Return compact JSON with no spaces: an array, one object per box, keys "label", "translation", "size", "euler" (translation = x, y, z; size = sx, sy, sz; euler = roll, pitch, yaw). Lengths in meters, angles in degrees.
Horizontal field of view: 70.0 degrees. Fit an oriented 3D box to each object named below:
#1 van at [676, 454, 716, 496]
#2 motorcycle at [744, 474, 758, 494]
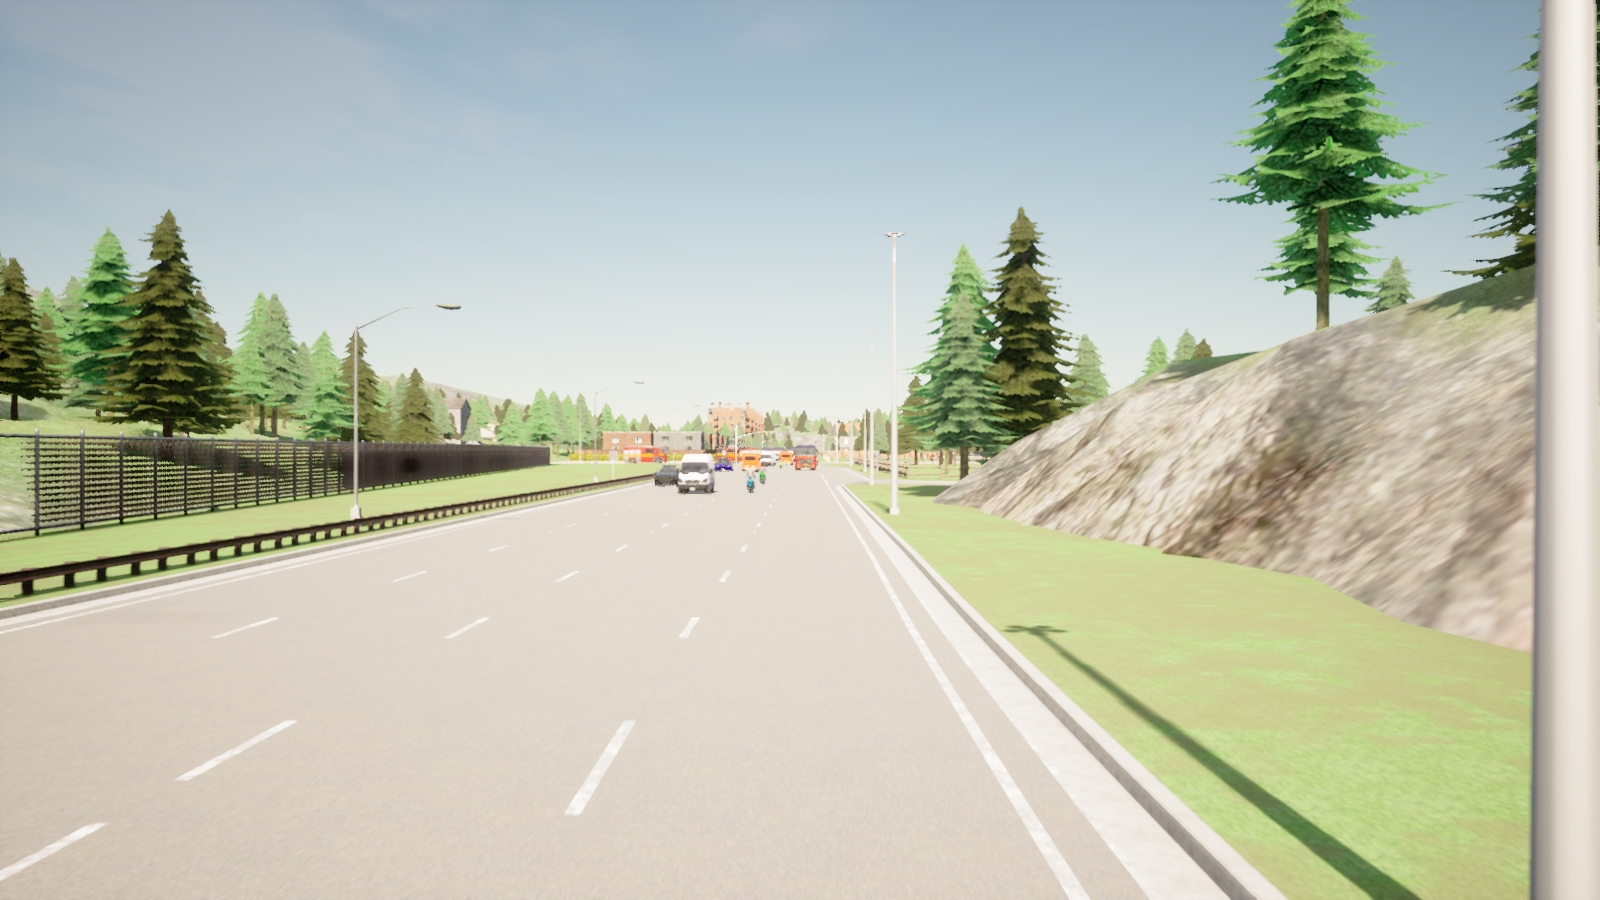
[{"label":"van","translation":[-6.630,1.535,73.556],"size":[1.988,2.561,5.915],"euler":[0,0,0]},{"label":"motorcycle","translation":[-3.144,2.186,72.849],"size":[0.803,1.199,2.033],"euler":[0,0,0]}]
